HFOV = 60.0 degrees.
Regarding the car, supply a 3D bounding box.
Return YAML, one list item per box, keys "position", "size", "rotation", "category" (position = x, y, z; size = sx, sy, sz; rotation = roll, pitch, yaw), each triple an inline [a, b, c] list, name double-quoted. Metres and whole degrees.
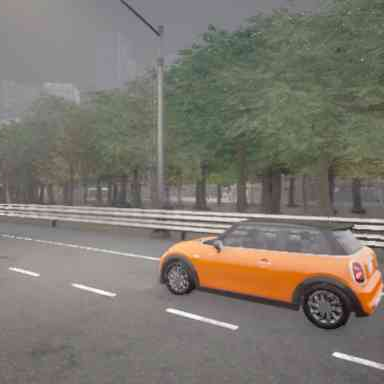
- position: [1.434, 1.352, 7.147]
  size: [4.553, 1.767, 2.097]
  rotation: [0, 0, 35]
  category: "car"
